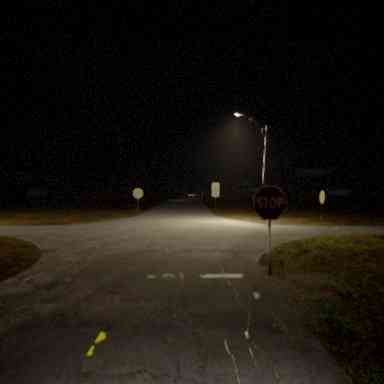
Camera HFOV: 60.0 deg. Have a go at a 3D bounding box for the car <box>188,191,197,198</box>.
[{"bbox_3d":[0.037,0.617,75.389,2.033,1.411,5.357,0,1,0],"label":"car"}]

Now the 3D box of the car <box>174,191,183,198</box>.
[{"bbox_3d":[-2.716,0.407,69.562,2.033,1.411,5.357,0,1,0],"label":"car"}]

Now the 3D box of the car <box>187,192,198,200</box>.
[{"bbox_3d":[0.031,0.806,64.953,2.128,1.511,4.902,0,1,0],"label":"car"}]
